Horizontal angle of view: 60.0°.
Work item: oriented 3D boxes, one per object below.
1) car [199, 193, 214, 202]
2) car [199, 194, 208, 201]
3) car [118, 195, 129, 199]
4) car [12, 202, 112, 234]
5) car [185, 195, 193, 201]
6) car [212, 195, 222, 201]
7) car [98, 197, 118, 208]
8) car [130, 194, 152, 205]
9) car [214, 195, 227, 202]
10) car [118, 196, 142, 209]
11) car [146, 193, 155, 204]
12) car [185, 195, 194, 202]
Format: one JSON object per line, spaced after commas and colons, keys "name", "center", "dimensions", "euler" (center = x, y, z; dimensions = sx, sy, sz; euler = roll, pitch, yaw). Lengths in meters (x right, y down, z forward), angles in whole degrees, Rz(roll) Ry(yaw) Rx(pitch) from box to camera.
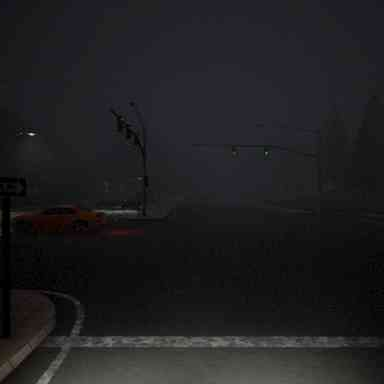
{"name": "car", "center": [2.927, 1.233, 72.991], "dimensions": [2.150, 2.045, 5.566], "euler": [0, 0, -1]}
{"name": "car", "center": [2.767, 1.328, 83.514], "dimensions": [2.097, 1.767, 4.553], "euler": [0, 0, -1]}
{"name": "car", "center": [-11.876, 1.531, 53.867], "dimensions": [1.812, 1.442, 4.674], "euler": [0, 0, -1]}
{"name": "car", "center": [-7.375, 1.479, 18.613], "dimensions": [5.008, 1.535, 1.882], "euler": [0, 0, 0]}
{"name": "car", "center": [-0.732, 1.513, 83.465], "dimensions": [1.994, 1.385, 4.181], "euler": [0, 0, -1]}
{"name": "car", "center": [6.267, 1.490, 83.582], "dimensions": [2.128, 1.511, 4.902], "euler": [0, 0, -1]}
{"name": "car", "center": [-11.752, 1.605, 44.966], "dimensions": [1.895, 1.301, 4.718], "euler": [0, 0, -1]}
{"name": "car", "center": [-8.391, 1.553, 54.740], "dimensions": [2.033, 1.411, 5.357], "euler": [0, 0, -1]}
{"name": "car", "center": [6.419, 1.532, 73.506], "dimensions": [1.812, 1.442, 4.674], "euler": [0, 0, -1]}
{"name": "car", "center": [-8.253, 1.605, 45.095], "dimensions": [1.895, 1.301, 4.718], "euler": [0, 0, -1]}
{"name": "car", "center": [-8.497, 1.228, 65.446], "dimensions": [2.150, 2.045, 5.566], "euler": [0, 0, 0]}
{"name": "car", "center": [-0.575, 1.486, 73.027], "dimensions": [1.882, 1.535, 5.008], "euler": [0, 0, -1]}
